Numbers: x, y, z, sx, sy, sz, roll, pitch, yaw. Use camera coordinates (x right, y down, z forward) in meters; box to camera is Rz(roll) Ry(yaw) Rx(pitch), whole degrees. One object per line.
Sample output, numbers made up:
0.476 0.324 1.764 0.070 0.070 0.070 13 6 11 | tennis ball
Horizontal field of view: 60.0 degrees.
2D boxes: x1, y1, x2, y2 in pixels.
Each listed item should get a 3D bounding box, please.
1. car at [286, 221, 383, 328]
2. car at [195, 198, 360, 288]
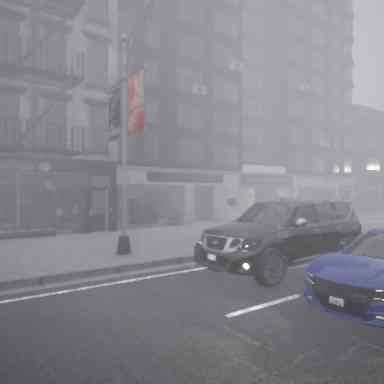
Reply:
4.349 1.473 6.784 5.008 1.535 1.882 0 0 -35 | car
2.728 1.217 9.621 5.566 2.045 2.150 0 0 -35 | car
